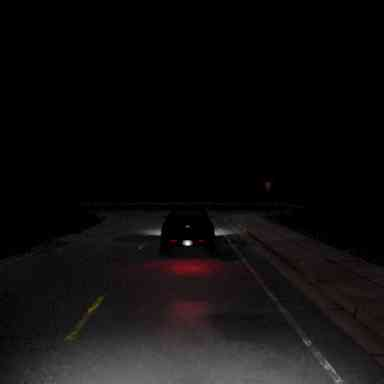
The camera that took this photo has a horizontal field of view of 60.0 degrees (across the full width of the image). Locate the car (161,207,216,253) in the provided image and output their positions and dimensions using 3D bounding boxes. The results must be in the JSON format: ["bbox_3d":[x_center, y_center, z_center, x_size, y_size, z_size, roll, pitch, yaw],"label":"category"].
[{"bbox_3d":[-0.142,1.326,12.882,1.837,1.490,4.892,0,1,0],"label":"car"}]
